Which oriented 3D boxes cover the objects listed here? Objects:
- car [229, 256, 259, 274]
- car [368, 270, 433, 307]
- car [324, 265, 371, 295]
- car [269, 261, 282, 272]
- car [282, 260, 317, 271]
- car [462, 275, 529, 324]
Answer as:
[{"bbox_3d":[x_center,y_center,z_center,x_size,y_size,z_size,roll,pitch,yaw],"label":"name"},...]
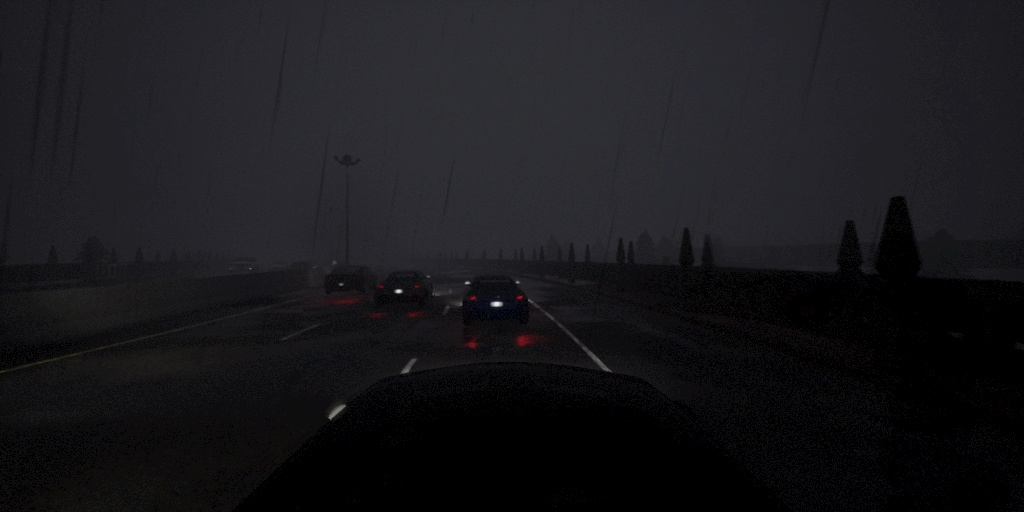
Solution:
[{"bbox_3d":[-31.547,1.011,42.380,2.150,2.045,5.566,0,0,-28],"label":"car"},{"bbox_3d":[-4.584,1.314,15.652,1.994,1.385,4.181,0,0,-8],"label":"car"},{"bbox_3d":[-8.824,1.234,20.043,1.882,1.535,5.008,0,0,-10],"label":"car"},{"bbox_3d":[-28.579,1.307,44.221,1.812,1.442,4.674,0,0,-28],"label":"car"},{"bbox_3d":[-20.415,1.277,34.676,1.837,1.490,4.892,0,0,-22],"label":"car"},{"bbox_3d":[-0.626,1.308,11.973,1.994,1.385,4.181,0,0,-6],"label":"car"}]
